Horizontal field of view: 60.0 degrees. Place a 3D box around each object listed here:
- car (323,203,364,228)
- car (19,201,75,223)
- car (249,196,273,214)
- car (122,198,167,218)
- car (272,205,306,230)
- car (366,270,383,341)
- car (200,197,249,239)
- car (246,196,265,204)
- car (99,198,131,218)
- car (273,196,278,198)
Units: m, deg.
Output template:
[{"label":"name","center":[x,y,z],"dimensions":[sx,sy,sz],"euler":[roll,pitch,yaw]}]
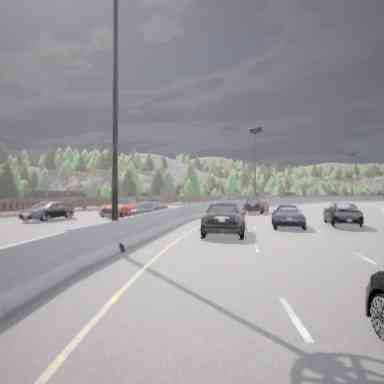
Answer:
[{"label":"car","center":[9.868,1.452,21.938],"dimensions":[2.128,1.511,4.902],"euler":[0,0,14]},{"label":"car","center":[-11.019,1.451,25.532],"dimensions":[2.128,1.511,4.902],"euler":[0,0,14]},{"label":"car","center":[6.755,1.304,34.696],"dimensions":[2.097,1.767,4.553],"euler":[0,0,22]},{"label":"car","center":[-3.471,1.465,26.807],"dimensions":[1.837,1.490,4.892],"euler":[0,0,16]},{"label":"car","center":[6.117,1.527,21.221],"dimensions":[1.994,1.385,4.181],"euler":[0,0,13]},{"label":"car","center":[3.702,1.493,3.503],"dimensions":[2.128,1.511,4.902],"euler":[0,0,2]},{"label":"car","center":[1.748,1.322,17.476],"dimensions":[2.097,1.767,4.553],"euler":[0,0,10]},{"label":"car","center":[12.531,1.549,65.352],"dimensions":[1.994,1.385,4.181],"euler":[0,0,38]},{"label":"car","center":[-6.319,1.312,29.478],"dimensions":[2.097,1.767,4.553],"euler":[0,0,17]},{"label":"car","center":[14.888,1.482,62.690],"dimensions":[1.837,1.490,4.892],"euler":[0,0,38]}]
